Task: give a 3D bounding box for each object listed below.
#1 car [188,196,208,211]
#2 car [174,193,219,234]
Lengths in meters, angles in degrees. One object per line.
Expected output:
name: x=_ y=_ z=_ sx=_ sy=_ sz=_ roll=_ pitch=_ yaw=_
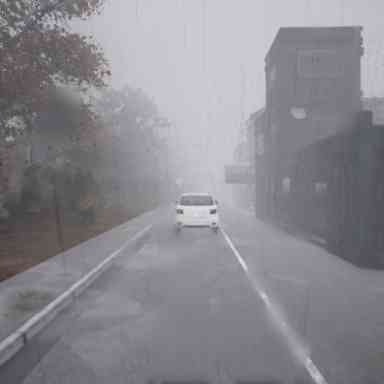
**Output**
car: x=0.645 y=1.190 z=36.745 sx=2.033 sy=1.411 sz=5.357 roll=0 pitch=1 yaw=2
car: x=0.248 y=1.058 z=18.073 sx=2.150 sy=2.045 sz=5.566 roll=0 pitch=1 yaw=1
